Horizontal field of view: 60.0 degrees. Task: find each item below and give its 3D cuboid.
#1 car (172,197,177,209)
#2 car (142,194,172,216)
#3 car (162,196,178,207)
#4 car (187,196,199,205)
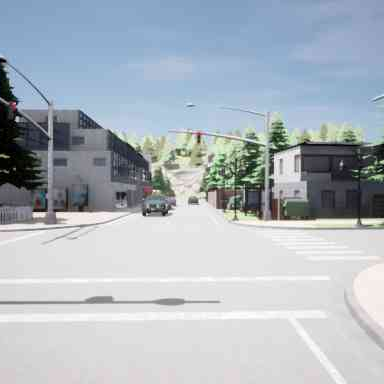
[{"bbox_3d":[-3.499,1.491,42.724,2.128,1.511,4.902,0,0,0],"label":"car"},{"bbox_3d":[-3.525,1.221,32.674,2.150,2.045,5.566,0,0,0],"label":"car"},{"bbox_3d":[-3.459,1.491,52.992,2.128,1.511,4.902,0,0,0],"label":"car"},{"bbox_3d":[0.239,1.504,59.528,1.837,1.490,4.892,0,0,0],"label":"car"}]
